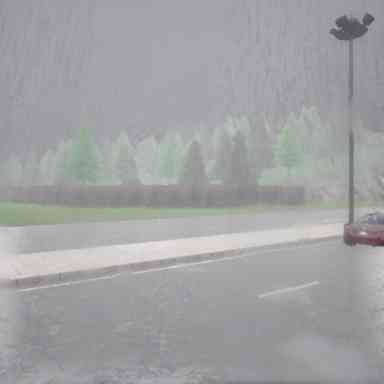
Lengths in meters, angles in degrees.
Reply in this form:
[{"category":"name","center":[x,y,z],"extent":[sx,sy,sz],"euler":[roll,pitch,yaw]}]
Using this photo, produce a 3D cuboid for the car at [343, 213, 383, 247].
[{"category":"car","center":[8.269,1.572,14.066],"extent":[4.181,1.385,1.994],"euler":[0,0,-35]}]
